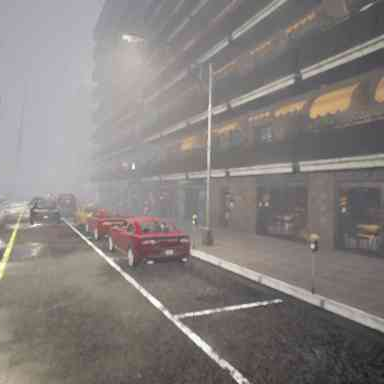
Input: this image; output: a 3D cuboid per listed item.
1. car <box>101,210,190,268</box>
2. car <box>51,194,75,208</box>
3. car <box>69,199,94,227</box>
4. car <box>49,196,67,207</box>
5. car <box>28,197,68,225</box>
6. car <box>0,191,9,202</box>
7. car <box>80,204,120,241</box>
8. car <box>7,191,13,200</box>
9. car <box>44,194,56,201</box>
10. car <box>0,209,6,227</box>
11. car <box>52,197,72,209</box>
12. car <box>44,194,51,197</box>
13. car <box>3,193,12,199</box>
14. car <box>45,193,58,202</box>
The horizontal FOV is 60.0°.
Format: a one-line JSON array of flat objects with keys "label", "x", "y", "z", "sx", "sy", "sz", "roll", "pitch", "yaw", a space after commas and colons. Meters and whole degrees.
[{"label": "car", "x": -1.598, "y": 1.529, "z": 11.288, "sx": 1.887, "sy": 1.381, "sz": 4.507, "roll": 1, "pitch": 0, "yaw": -26}, {"label": "car", "x": -13.960, "y": 1.106, "z": 36.752, "sx": 2.192, "sy": 1.841, "sz": 5.009, "roll": 1, "pitch": 0, "yaw": -26}, {"label": "car", "x": -6.619, "y": 1.424, "z": 21.627, "sx": 1.752, "sy": 1.417, "sz": 4.829, "roll": 1, "pitch": 0, "yaw": -26}, {"label": "car", "x": -18.910, "y": 1.277, "z": 46.938, "sx": 2.008, "sy": 1.369, "sz": 4.403, "roll": 1, "pitch": 0, "yaw": -26}, {"label": "car", "x": -10.024, "y": 1.323, "z": 22.671, "sx": 2.128, "sy": 1.511, "sz": 4.902, "roll": 1, "pitch": 0, "yaw": -26}, {"label": "car", "x": -33.803, "y": 1.001, "z": 58.425, "sx": 1.752, "sy": 1.417, "sz": 4.829, "roll": 1, "pitch": 0, "yaw": -26}, {"label": "car", "x": -4.073, "y": 1.485, "z": 16.384, "sx": 1.887, "sy": 1.381, "sz": 4.507, "roll": 1, "pitch": 0, "yaw": -26}, {"label": "car", "x": -41.298, "y": 0.983, "z": 73.857, "sx": 1.802, "sy": 1.307, "sz": 4.206, "roll": 1, "pitch": 0, "yaw": -26}, {"label": "car", "x": -28.802, "y": 1.177, "z": 67.307, "sx": 1.947, "sy": 1.339, "sz": 4.313, "roll": 1, "pitch": 0, "yaw": -26}, {"label": "car", "x": -11.141, "y": 1.398, "z": 17.710, "sx": 1.895, "sy": 1.301, "sz": 4.718, "roll": 1, "pitch": 0, "yaw": -26}, {"label": "car", "x": -16.437, "y": 1.309, "z": 41.845, "sx": 2.008, "sy": 1.369, "sz": 4.403, "roll": 1, "pitch": 0, "yaw": -26}, {"label": "car", "x": -17.168, "y": 1.254, "z": 37.347, "sx": 1.812, "sy": 1.442, "sz": 4.674, "roll": 1, "pitch": 0, "yaw": -26}, {"label": "car", "x": -43.771, "y": 0.962, "z": 78.949, "sx": 1.802, "sy": 1.307, "sz": 4.206, "roll": 1, "pitch": 0, "yaw": -26}, {"label": "car", "x": -26.328, "y": 1.077, "z": 62.217, "sx": 1.967, "sy": 1.590, "sz": 4.097, "roll": 1, "pitch": 0, "yaw": -26}]
